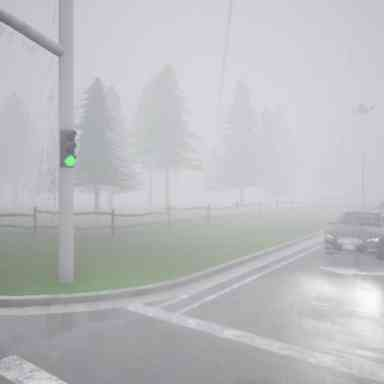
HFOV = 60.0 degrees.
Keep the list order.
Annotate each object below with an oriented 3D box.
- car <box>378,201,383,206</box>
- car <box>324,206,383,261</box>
[{"bbox_3d":[12.585,1.351,20.953,2.097,1.767,4.553,0,0,36],"label":"car"},{"bbox_3d":[6.414,1.491,12.529,2.128,1.511,4.902,0,0,36],"label":"car"}]
